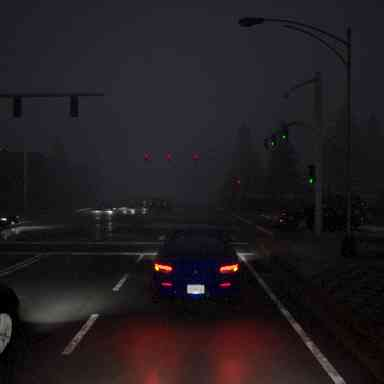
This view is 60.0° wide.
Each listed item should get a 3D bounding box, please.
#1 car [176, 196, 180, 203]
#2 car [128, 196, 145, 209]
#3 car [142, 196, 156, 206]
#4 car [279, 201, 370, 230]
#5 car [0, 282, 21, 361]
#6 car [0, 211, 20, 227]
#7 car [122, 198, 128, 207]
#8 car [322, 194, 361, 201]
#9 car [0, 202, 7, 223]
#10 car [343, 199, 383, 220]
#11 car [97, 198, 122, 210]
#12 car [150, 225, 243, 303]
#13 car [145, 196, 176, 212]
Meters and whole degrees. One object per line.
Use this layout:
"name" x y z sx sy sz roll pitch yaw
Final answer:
"car" -3.483 1.477 69.597 1.882 1.535 5.008 0 0 0
"car" -7.149 1.352 46.353 2.097 1.767 4.553 0 0 0
"car" -7.136 1.505 55.495 1.837 1.490 4.892 0 0 0
"car" 7.860 1.505 20.426 4.892 1.490 1.837 0 0 0
"car" -3.442 1.505 2.954 1.837 1.490 4.892 0 0 0
"car" -13.813 1.547 20.810 5.357 1.411 2.033 0 0 0
"car" -10.648 1.601 51.392 1.895 1.301 4.718 0 0 0
"car" 13.062 1.222 31.107 5.566 2.045 2.150 0 0 0
"car" -16.519 1.505 24.309 4.892 1.490 1.837 0 0 0
"car" 15.883 1.547 27.608 5.357 1.411 2.033 0 0 0
"car" -10.645 1.526 42.293 1.812 1.442 4.674 0 0 0
"car" 0.130 1.526 8.088 1.812 1.442 4.674 0 0 2
"car" -3.542 1.352 38.104 2.097 1.767 4.553 0 0 5
